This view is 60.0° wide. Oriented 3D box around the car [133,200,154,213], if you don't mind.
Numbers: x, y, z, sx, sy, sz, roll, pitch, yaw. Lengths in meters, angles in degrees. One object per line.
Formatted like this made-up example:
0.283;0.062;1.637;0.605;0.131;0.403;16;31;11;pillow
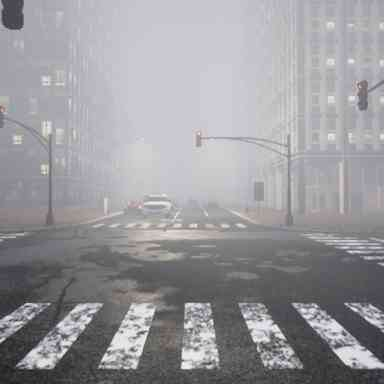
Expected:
-5.689;1.628;39.292;1.802;1.307;4.206;1;0;0;car

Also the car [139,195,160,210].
-5.686;1.368;44.867;2.192;1.841;5.009;1;0;0;car

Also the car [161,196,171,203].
-5.699;1.631;72.743;1.887;1.381;4.507;1;0;0;car

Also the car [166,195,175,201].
-5.704;1.658;89.468;2.008;1.369;4.403;1;0;0;car

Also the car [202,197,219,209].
2.689;1.635;44.931;1.802;1.307;4.206;1;0;0;car

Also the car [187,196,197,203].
0.055;1.645;70.938;1.994;1.385;4.181;0;0;0;car

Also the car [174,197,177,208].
-3.110;1.573;40.205;1.812;1.442;4.674;0;0;0;car

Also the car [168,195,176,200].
-5.706;1.680;95.044;1.947;1.339;4.313;1;0;0;car

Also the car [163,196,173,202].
-5.700;1.644;78.318;2.008;1.369;4.403;1;0;0;car

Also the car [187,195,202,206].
0.089;1.614;55.935;2.033;1.411;5.357;0;0;-1;car

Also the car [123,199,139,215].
-5.685;1.480;33.717;1.967;1.590;4.097;1;0;0;car

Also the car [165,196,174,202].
-5.702;1.645;83.893;1.887;1.381;4.507;1;0;0;car

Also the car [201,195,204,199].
2.687;1.592;56.257;1.752;1.417;4.829;1;0;0;car

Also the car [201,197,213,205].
2.685;1.639;61.664;1.947;1.339;4.313;1;0;0;car

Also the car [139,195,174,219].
-3.107;1.257;30.283;2.150;2.045;5.566;0;0;0;car

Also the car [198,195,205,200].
2.675;1.659;95.127;1.887;1.381;4.507;1;0;0;car
